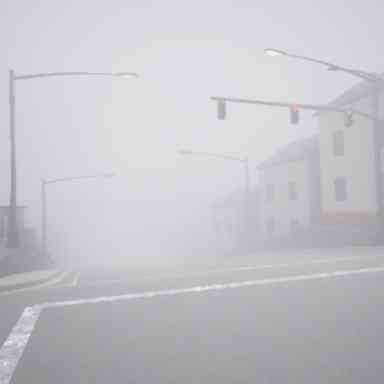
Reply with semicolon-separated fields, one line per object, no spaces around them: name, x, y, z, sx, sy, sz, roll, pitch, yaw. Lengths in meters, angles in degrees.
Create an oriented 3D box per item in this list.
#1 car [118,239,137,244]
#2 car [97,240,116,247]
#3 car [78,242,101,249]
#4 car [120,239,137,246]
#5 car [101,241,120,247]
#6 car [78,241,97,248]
car;-16.871;13.009;87.154;4.536;1.218;1.853;-2;-2;11
car;-21.649;13.073;84.775;1.853;1.218;4.536;-3;-2;35
car;-26.052;13.316;83.291;4.974;1.542;2.038;-3;-2;26
car;-16.815;13.164;87.139;4.974;1.542;2.038;-2;-2;11
car;-21.674;13.230;84.727;2.038;1.542;4.974;-3;-2;35
car;-26.103;13.160;83.318;4.536;1.218;1.853;-3;-2;26
